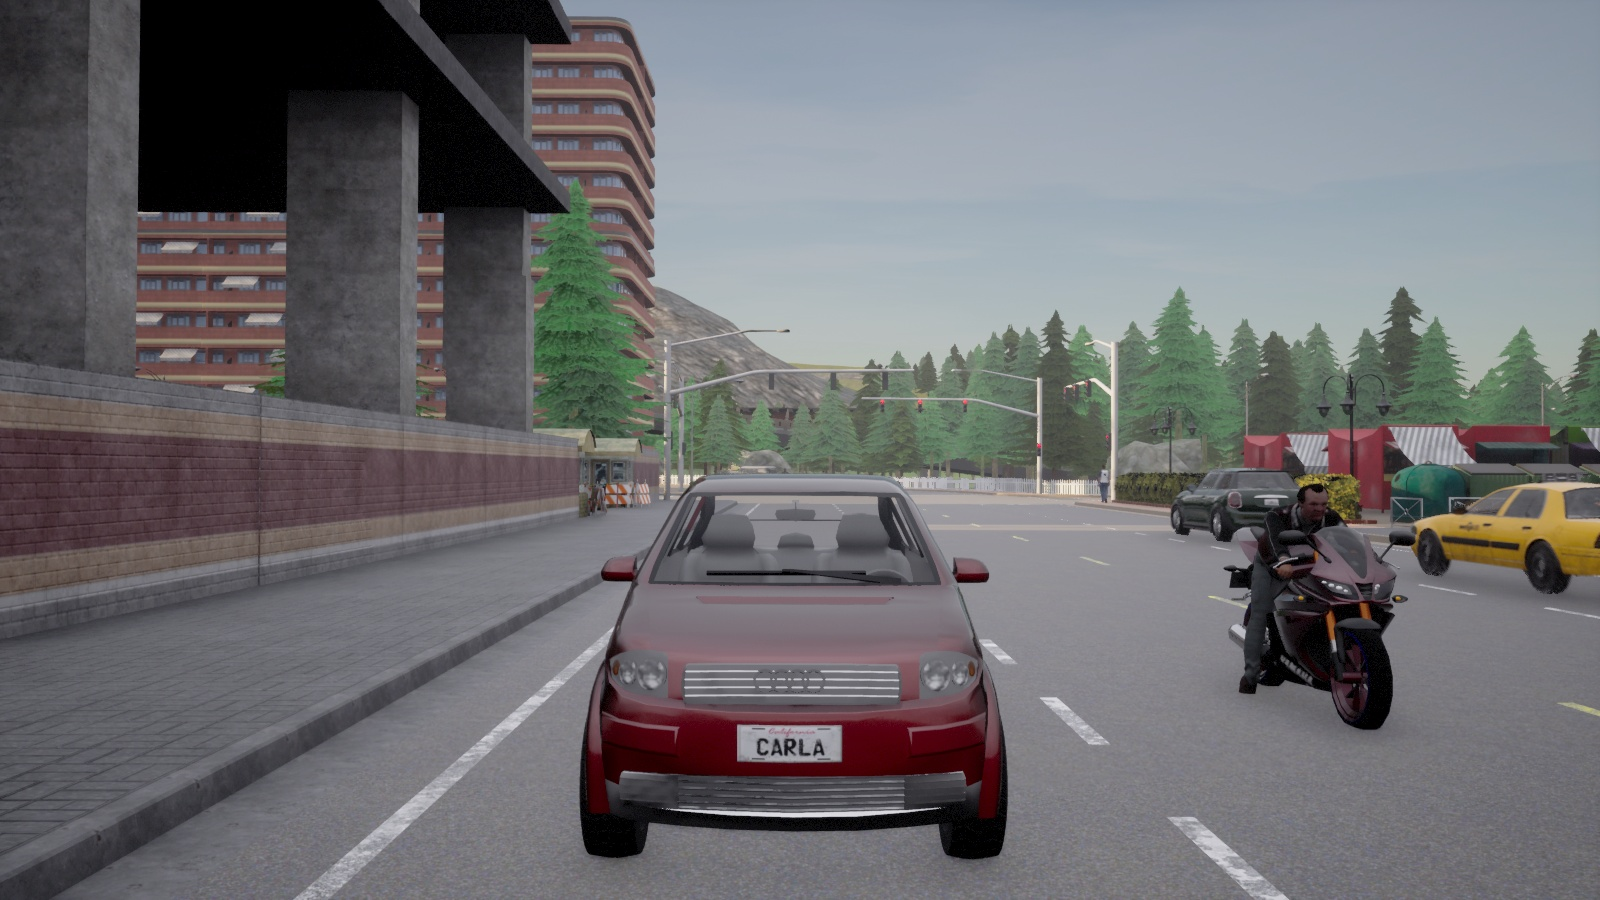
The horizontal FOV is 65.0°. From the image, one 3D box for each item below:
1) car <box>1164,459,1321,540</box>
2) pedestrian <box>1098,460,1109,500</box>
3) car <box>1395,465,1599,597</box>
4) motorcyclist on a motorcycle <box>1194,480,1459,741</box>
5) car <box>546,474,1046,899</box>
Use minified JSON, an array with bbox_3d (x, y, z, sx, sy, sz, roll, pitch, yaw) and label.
[{"bbox_3d":[10.417,1.133,29.966,2.097,1.767,4.553,0,-1,0],"label":"car"},{"bbox_3d":[14.022,1.384,58.016,0.354,1.836,0.706,0,-1,3],"label":"pedestrian"},{"bbox_3d":[10.451,1.004,17.434,1.801,1.575,5.366,0,-1,0],"label":"car"},{"bbox_3d":[3.476,0.979,8.565,0.866,1.530,2.191,0,-1,0],"label":"motorcyclist on a motorcycle"},{"bbox_3d":[-0.016,0.900,6.363,1.789,1.549,3.705,0,-1,0],"label":"car"}]
